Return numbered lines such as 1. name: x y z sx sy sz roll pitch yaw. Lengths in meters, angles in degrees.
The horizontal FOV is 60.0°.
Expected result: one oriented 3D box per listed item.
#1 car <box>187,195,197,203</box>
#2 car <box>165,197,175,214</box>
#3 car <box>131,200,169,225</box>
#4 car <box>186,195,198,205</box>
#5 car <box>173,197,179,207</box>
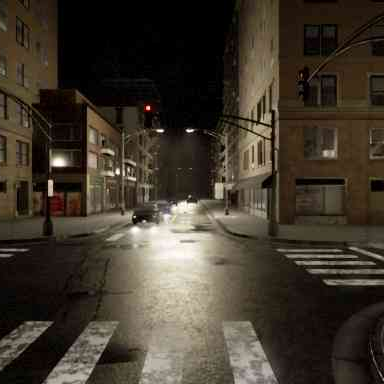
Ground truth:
1. car: 0.007 1.445 69.617 2.128 1.511 4.902 0 0 0
2. car: -3.145 1.546 34.437 1.994 1.385 4.181 0 0 0
3. car: -3.132 1.538 24.521 2.033 1.411 5.357 0 0 0
4. car: 0.022 1.453 59.253 2.128 1.511 4.902 0 0 0
5. car: -3.133 1.461 51.676 2.128 1.511 4.902 0 0 0
